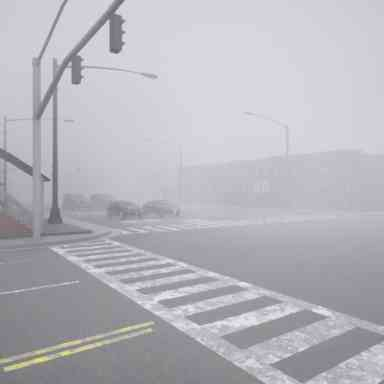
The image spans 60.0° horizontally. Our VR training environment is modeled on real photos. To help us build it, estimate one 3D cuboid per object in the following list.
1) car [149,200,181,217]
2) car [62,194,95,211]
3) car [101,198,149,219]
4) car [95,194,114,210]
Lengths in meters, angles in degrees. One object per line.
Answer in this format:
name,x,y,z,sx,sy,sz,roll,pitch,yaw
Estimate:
car,-2.924,1.497,30.944,2.128,1.511,4.902,0,0,-35
car,-14.190,1.228,40.685,2.150,2.045,5.566,0,0,-35
car,-5.950,1.509,29.147,1.837,1.490,4.892,0,0,-36
car,-11.491,1.228,42.928,2.150,2.045,5.566,0,0,-35
